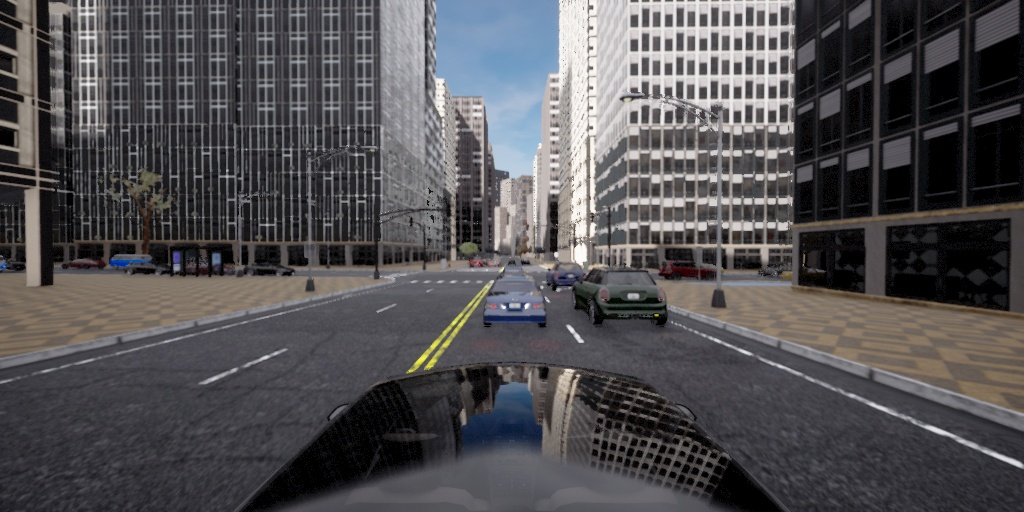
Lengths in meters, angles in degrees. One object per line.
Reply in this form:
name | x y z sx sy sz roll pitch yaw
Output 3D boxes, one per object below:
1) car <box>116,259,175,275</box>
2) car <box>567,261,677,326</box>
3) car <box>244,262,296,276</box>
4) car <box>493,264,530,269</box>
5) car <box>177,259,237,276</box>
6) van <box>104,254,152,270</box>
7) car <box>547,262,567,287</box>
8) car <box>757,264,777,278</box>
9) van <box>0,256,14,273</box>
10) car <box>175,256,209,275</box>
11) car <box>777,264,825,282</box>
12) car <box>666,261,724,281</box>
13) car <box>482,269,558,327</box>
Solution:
car | -34.101 1.161 33.994 4.313 1.339 1.948 0 0 1
car | 3.348 1.130 12.002 2.097 1.767 4.553 0 0 0
car | -22.736 1.265 33.689 4.313 1.339 1.948 0 0 1
car | 0.096 1.361 21.455 1.994 1.385 4.181 0 0 0
car | -28.420 1.229 33.822 4.207 1.307 1.802 0 0 1
van | -45.293 0.721 42.654 3.998 1.789 1.690 0 0 1
car | 3.347 1.151 22.516 2.097 1.767 4.553 0 0 0
car | 29.234 1.585 38.717 4.892 1.490 1.837 0 1 1
van | -51.145 0.780 34.391 3.998 1.789 1.690 0 0 1
car | -30.878 0.941 36.565 4.553 1.767 2.097 0 1 1
car | 27.637 1.668 32.970 4.829 1.417 1.751 0 0 1
car | 16.189 1.359 33.166 5.009 1.841 2.192 0 0 1
car | 0.097 1.322 11.664 2.033 1.411 5.357 0 0 1
